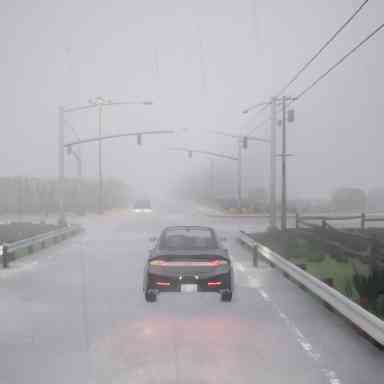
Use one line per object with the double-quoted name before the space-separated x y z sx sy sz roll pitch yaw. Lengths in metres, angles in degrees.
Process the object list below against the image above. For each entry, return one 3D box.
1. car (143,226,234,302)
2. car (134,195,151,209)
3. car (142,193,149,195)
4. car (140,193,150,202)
"car" -0.097 1.614 8.519 2.128 1.511 4.902 0 -2 -1
"car" -6.403 1.470 43.465 1.994 1.385 4.181 0 1 -7
"car" -7.670 1.253 53.576 1.812 1.442 4.674 0 1 -7
"car" -8.902 1.057 63.432 1.837 1.490 4.892 0 2 -7
